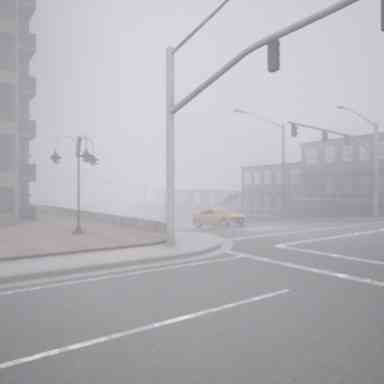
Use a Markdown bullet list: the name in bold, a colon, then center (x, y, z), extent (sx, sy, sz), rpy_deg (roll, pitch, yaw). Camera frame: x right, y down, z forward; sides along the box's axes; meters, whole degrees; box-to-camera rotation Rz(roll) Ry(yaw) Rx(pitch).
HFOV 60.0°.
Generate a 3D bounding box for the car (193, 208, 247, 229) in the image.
- **car**: center (2.043, 1.992, 25.816), extent (1.882, 1.535, 5.008), rpy_deg (0, -5, -36)

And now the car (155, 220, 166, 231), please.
- **car**: center (-4.026, 3.650, 34.081), extent (2.033, 1.411, 5.357), rpy_deg (0, -12, -36)
